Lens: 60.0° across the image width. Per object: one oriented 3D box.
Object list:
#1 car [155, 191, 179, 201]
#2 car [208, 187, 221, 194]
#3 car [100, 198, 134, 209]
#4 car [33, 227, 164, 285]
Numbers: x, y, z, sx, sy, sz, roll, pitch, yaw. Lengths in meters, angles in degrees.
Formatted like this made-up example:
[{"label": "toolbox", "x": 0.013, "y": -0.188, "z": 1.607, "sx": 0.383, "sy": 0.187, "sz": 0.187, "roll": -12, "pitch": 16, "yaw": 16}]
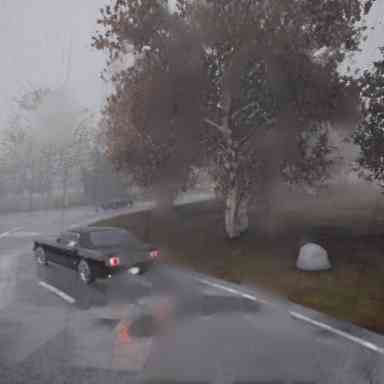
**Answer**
[{"label": "car", "x": -4.011, "y": 0.630, "z": 53.162, "sx": 2.128, "sy": 1.511, "sz": 4.902, "roll": 0, "pitch": 4, "yaw": 33}, {"label": "car", "x": 4.954, "y": -0.478, "z": 65.736, "sx": 2.128, "sy": 1.511, "sz": 4.902, "roll": 0, "pitch": 4, "yaw": 38}, {"label": "car", "x": -9.774, "y": 1.426, "z": 43.340, "sx": 1.895, "sy": 1.301, "sz": 4.718, "roll": 0, "pitch": 3, "yaw": 28}, {"label": "car", "x": -3.010, "y": 1.692, "z": 9.885, "sx": 1.895, "sy": 1.301, "sz": 4.718, "roll": 1, "pitch": -1, "yaw": -45}]
